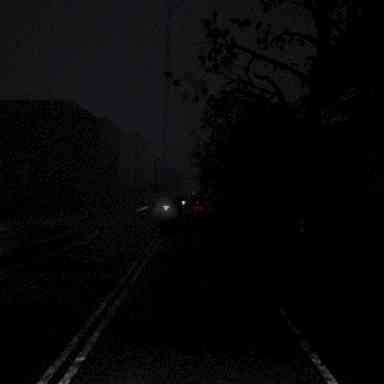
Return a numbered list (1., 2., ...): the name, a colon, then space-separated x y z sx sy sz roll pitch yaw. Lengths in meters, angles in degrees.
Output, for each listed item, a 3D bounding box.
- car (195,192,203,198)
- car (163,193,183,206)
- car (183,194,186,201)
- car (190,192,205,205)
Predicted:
1. car: 1.678 0.692 80.191 1.895 1.301 4.718 0 1 2
2. car: -2.704 1.140 44.710 1.994 1.385 4.181 0 1 2
3. car: -2.162 0.927 61.342 1.994 1.385 4.181 0 1 2
4. car: 0.792 1.053 46.871 1.837 1.490 4.892 0 1 2
